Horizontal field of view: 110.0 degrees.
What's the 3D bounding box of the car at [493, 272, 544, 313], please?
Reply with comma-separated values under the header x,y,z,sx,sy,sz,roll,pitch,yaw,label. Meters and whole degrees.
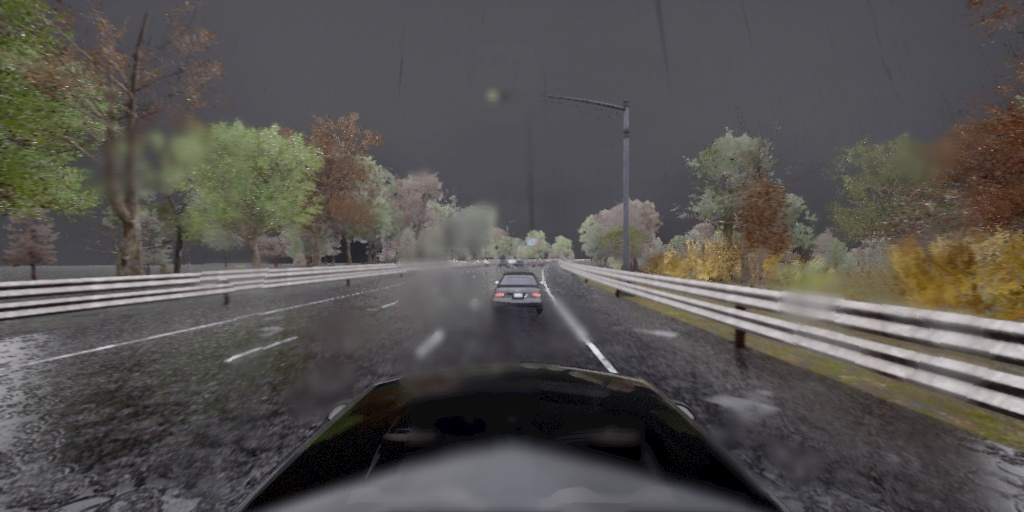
x,y,z,sx,sy,sz,roll,pitch,yaw,label
0.282,1.346,14.291,2.033,1.411,5.357,0,0,2,car
